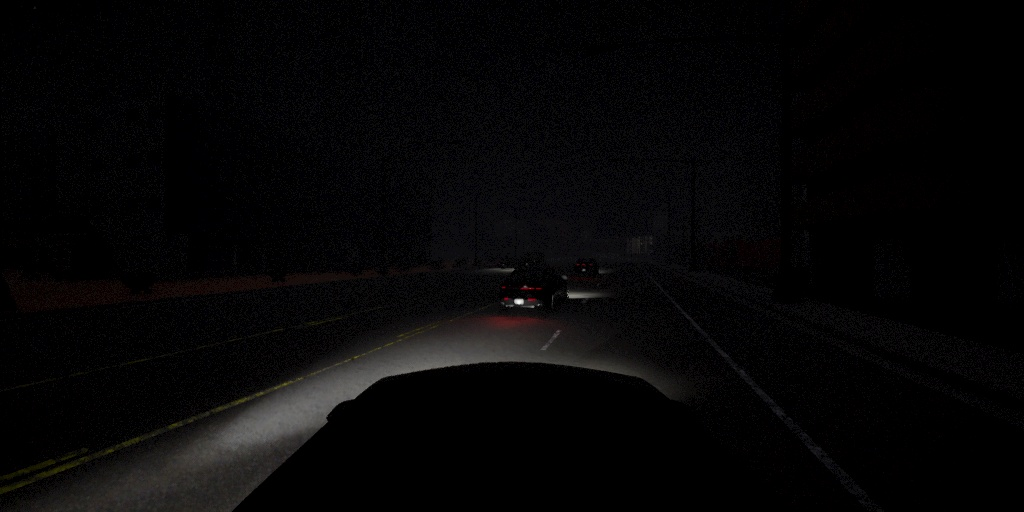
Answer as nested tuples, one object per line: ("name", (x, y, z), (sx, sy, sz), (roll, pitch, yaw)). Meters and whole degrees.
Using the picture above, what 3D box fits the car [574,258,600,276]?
("car", (6.682, 0.908, 31.930), (2.128, 1.511, 4.902), (0, 1, 18))

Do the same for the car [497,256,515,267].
("car", (-0.318, 0.788, 45.125), (1.837, 1.490, 4.892), (0, 0, 18))

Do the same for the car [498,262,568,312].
("car", (0.967, 1.172, 13.935), (1.837, 1.490, 4.892), (0, 1, 18))

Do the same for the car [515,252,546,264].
("car", (2.493, 0.524, 42.448), (2.150, 2.045, 5.566), (0, 1, 18))
